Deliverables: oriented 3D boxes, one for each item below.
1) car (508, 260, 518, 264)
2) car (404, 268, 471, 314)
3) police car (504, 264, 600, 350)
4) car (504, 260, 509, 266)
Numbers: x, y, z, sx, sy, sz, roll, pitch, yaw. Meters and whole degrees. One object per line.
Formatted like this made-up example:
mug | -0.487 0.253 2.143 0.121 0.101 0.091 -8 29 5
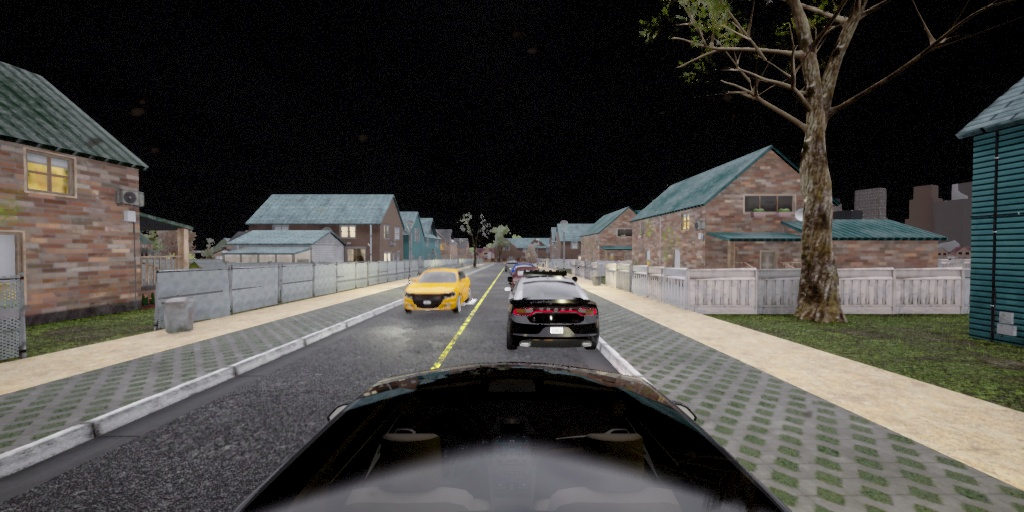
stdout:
car | 0.828 1.242 25.116 1.882 1.535 5.008 0 0 0
car | -2.747 1.229 14.098 1.882 1.535 5.008 0 0 0
police car | 0.828 1.175 9.223 1.930 1.638 5.238 0 0 0
car | 0.040 1.302 47.602 2.128 1.511 4.902 0 0 0
